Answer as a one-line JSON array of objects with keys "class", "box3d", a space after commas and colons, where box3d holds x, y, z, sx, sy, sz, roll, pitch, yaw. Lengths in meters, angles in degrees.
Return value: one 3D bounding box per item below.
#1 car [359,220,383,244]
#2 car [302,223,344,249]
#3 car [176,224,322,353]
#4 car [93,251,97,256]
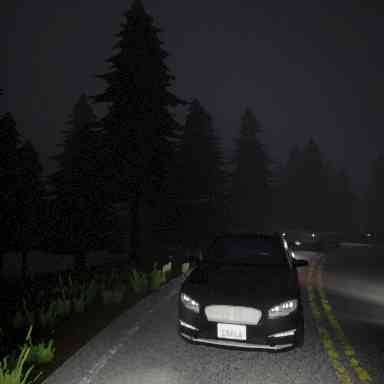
[{"class": "car", "box3d": [15.785, 3.220, 26.428, 5.566, 2.045, 2.150, 8, -8, -28]}, {"class": "car", "box3d": [6.469, 2.305, 17.647, 1.895, 1.301, 4.718, -3, -6, 39]}, {"class": "car", "box3d": [1.129, 1.561, 6.581, 2.128, 1.511, 4.902, -1, -2, 15]}, {"class": "car", "box3d": [-20.297, 13.650, 72.940, 4.181, 1.381, 1.994, -2, -5, 31]}]
